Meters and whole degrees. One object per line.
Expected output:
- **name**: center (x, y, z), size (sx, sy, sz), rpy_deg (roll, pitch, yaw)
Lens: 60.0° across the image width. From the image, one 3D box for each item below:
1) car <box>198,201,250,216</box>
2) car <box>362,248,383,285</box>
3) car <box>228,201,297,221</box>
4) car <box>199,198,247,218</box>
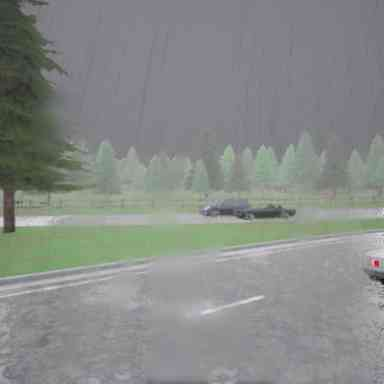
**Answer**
- **car**: center (3.099, 1.581, 32.711), size (4.718, 1.301, 1.895), rpy_deg (-1, 0, -10)
- **car**: center (6.192, 1.541, 7.899), size (4.718, 1.301, 1.895), rpy_deg (-1, 0, -33)
- **car**: center (5.612, 1.553, 26.091), size (4.718, 1.301, 1.895), rpy_deg (-1, 0, -11)
- **car**: center (3.049, 1.332, 29.238), size (4.553, 1.767, 2.097), rpy_deg (-1, 0, -10)
